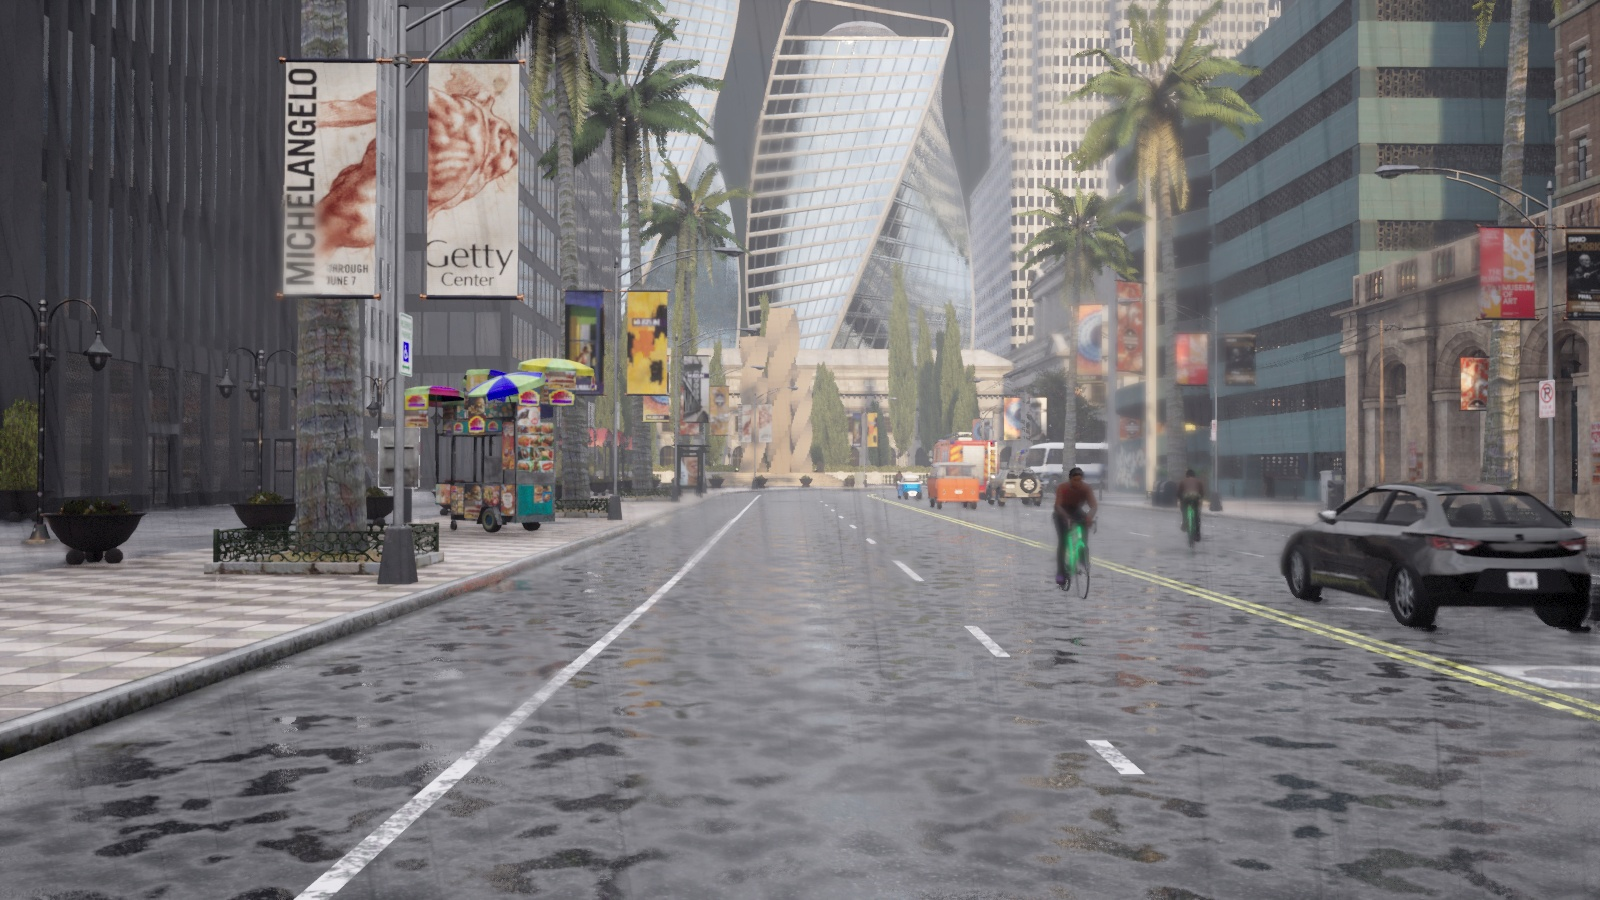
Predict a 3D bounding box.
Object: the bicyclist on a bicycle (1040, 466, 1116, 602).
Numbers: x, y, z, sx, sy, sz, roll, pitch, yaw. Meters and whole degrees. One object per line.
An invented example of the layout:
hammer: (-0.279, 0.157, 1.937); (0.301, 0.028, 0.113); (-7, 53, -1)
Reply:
bicyclist on a bicycle: (3.481, 1.019, 15.835); (0.582, 1.620, 1.656); (0, -1, 0)

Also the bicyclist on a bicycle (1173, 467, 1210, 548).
bicyclist on a bicycle: (8.066, 1.169, 25.888); (0.582, 1.620, 1.656); (0, -1, 13)

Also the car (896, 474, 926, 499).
car: (6.286, 2.037, 71.218); (1.481, 1.376, 2.207); (0, -1, -1)

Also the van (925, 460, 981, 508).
van: (6.516, 1.443, 53.834); (1.775, 1.987, 4.442); (0, -1, -1)

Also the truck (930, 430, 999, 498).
truck: (9.738, 0.871, 75.236); (2.891, 3.827, 8.468); (0, -1, -1)

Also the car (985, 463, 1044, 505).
car: (9.953, 1.573, 58.580); (1.932, 1.855, 4.605); (0, -1, -1)

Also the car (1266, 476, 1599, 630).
car: (6.986, 1.039, 14.259); (1.816, 1.474, 4.193); (0, -1, 0)
